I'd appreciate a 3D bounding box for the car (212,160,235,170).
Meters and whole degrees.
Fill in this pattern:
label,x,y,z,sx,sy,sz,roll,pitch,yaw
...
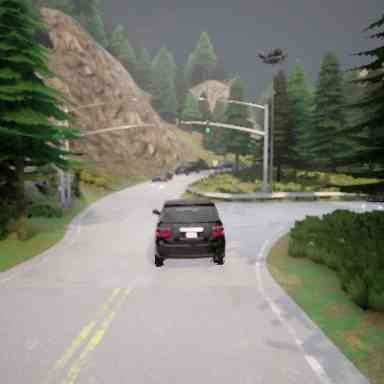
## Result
label,x,y,z,sx,sy,sz,roll,pitch,yaw
car,5.789,-5.088,61.668,4.553,1.767,2.097,-10,10,-41

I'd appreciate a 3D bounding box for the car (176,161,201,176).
label,x,y,z,sx,sy,sz,roll,pitch,yaw
car,-0.645,-3.868,53.962,2.150,2.045,5.566,3,10,31

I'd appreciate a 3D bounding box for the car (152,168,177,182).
label,x,y,z,sx,sy,sz,roll,pitch,yaw
car,-3.960,-2.119,45.117,1.994,1.385,4.181,1,9,14

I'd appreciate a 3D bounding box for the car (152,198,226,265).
label,x,y,z,sx,sy,sz,roll,pitch,yaw
car,-0.233,1.208,11.915,2.150,2.045,5.566,-1,2,-5
